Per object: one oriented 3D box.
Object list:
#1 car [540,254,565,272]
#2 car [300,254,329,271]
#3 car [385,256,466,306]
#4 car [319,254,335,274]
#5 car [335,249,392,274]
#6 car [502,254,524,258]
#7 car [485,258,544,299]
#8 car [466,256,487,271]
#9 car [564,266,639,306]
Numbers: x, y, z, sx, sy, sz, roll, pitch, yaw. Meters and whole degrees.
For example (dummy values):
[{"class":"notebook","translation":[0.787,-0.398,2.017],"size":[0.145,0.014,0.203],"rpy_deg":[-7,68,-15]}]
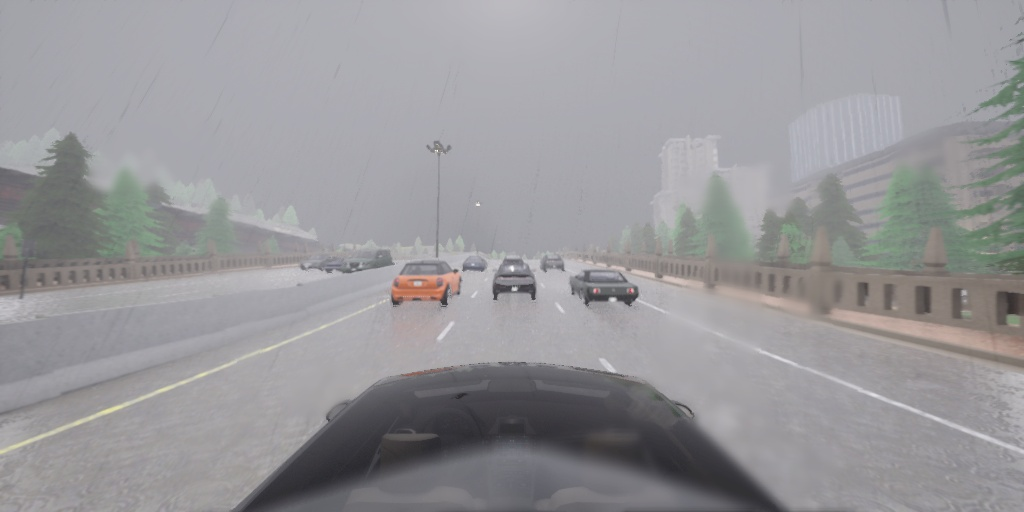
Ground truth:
[{"class":"car","translation":[3.605,0.593,32.628],"size":[2.128,1.511,4.902],"rpy_deg":[0,2,0]},{"class":"car","translation":[-17.590,0.577,33.204],"size":[2.128,1.511,4.902],"rpy_deg":[0,2,0]},{"class":"car","translation":[-3.398,0.953,15.055],"size":[2.097,1.767,4.553],"rpy_deg":[0,2,0]},{"class":"car","translation":[-14.093,0.759,30.641],"size":[1.895,1.301,4.718],"rpy_deg":[0,2,0]},{"class":"car","translation":[-10.594,0.490,26.753],"size":[2.150,2.045,5.566],"rpy_deg":[0,2,0]},{"class":"car","translation":[0.106,0.532,34.268],"size":[1.882,1.535,5.008],"rpy_deg":[0,2,0]},{"class":"car","translation":[0.103,1.047,16.640],"size":[2.128,1.511,4.902],"rpy_deg":[0,2,0]},{"class":"car","translation":[-3.394,0.650,33.169],"size":[1.994,1.385,4.181],"rpy_deg":[0,2,0]},{"class":"car","translation":[3.602,1.204,15.004],"size":[1.895,1.301,4.718],"rpy_deg":[0,2,0]}]
